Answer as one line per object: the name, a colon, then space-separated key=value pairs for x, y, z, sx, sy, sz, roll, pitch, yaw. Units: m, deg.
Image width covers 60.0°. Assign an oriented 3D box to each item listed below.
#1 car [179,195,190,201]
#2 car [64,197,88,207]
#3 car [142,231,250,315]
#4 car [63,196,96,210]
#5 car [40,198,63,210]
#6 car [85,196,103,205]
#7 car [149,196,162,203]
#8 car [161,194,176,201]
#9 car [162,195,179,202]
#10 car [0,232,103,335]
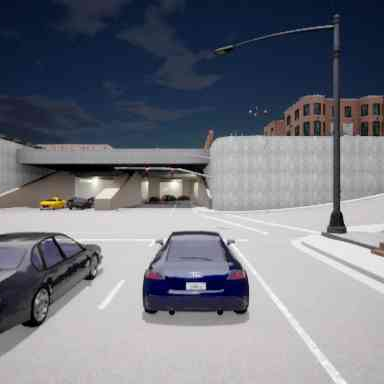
car: x=-2.148 y=1.617 z=84.961 sx=1.812 sy=1.442 sz=4.674 roll=0 pitch=0 yaw=28
car: x=-18.533 y=1.550 z=53.348 sx=2.128 sy=1.511 sz=4.902 roll=0 pitch=0 yaw=-1
car: x=0.075 y=1.572 z=7.655 sx=1.994 sy=1.385 sz=4.181 roll=0 pitch=0 yaw=0
car: x=-14.810 y=1.596 z=44.285 sx=2.033 sy=1.411 sz=5.357 roll=0 pitch=0 yaw=-1
car: x=-18.299 y=1.526 z=43.882 sx=1.882 sy=1.535 sz=5.008 roll=0 pitch=0 yaw=-1
car: x=-18.739 y=1.561 z=63.614 sx=2.128 sy=1.511 sz=4.902 roll=0 pitch=0 yaw=-1
car: x=-8.293 y=1.622 z=74.872 sx=2.033 sy=1.411 sz=5.357 roll=0 pitch=0 yaw=6
car: x=-5.954 y=1.448 z=84.923 sx=2.097 sy=1.767 sz=4.553 roll=0 pitch=0 yaw=24
car: x=-4.775 y=1.438 z=75.165 sx=2.097 sy=1.767 sz=4.553 roll=0 pitch=0 yaw=6
car: x=-3.426 y=1.555 z=6.957 sx=2.033 sy=1.411 sz=5.357 roll=0 pitch=0 yaw=0
